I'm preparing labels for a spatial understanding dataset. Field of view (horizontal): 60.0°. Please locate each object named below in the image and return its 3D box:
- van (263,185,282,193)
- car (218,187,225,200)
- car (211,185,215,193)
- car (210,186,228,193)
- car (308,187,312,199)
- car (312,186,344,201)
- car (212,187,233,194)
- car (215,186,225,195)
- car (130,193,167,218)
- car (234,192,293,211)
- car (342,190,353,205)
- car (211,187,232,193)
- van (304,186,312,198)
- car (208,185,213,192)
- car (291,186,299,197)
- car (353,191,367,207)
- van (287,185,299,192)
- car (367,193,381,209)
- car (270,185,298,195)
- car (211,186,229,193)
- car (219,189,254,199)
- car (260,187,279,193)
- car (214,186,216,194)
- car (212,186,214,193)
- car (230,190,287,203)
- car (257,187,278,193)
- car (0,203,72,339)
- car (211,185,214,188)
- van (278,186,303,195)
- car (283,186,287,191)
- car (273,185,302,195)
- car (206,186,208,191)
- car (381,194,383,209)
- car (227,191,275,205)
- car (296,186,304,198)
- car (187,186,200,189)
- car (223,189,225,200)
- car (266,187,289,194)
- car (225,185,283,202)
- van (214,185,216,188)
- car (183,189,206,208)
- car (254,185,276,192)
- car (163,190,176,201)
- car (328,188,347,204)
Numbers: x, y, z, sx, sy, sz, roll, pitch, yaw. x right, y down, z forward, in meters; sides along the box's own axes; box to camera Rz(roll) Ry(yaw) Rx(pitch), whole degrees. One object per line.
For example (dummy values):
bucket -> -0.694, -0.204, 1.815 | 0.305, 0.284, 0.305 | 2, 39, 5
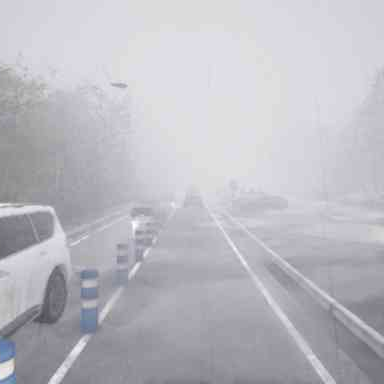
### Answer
van -> 20.419, -0.725, 84.480 | 4.442, 1.987, 1.878 | 0, 1, 0
car -> 6.720, 0.515, 45.742 | 5.366, 1.575, 1.946 | 0, 2, 0
car -> 7.080, -0.134, 70.707 | 4.792, 1.488, 2.163 | 0, 1, 0
car -> 7.236, -0.753, 90.130 | 4.553, 1.767, 2.185 | 0, 1, 0
car -> 19.979, 0.454, 48.372 | 4.792, 1.488, 2.163 | 0, 2, 0
car -> 20.013, 0.264, 45.594 | 5.566, 2.045, 2.435 | 0, 2, 0
car -> 7.184, -0.361, 79.032 | 4.892, 1.521, 2.231 | 0, 1, 0
car -> 6.767, 0.333, 51.413 | 5.366, 1.575, 1.946 | 0, 2, 0
car -> -3.354, 1.113, 25.098 | 2.033, 1.411, 5.357 | 0, 2, 0
car -> 6.763, 1.000, 31.869 | 4.792, 1.488, 2.163 | 0, 2, 0
car -> 19.914, 0.826, 37.299 | 4.674, 1.452, 2.002 | 0, 2, 0
car -> 7.194, -0.427, 81.807 | 4.892, 1.521, 2.231 | 0, 1, 0
van -> 20.148, 0.107, 51.255 | 4.442, 1.987, 1.878 | 0, 2, 0
car -> 6.969, -0.299, 76.258 | 5.366, 1.575, 1.946 | 0, 1, 0
car -> 20.104, 0.203, 56.672 | 4.792, 1.488, 2.163 | 0, 1, 0
car -> 19.865, 0.905, 34.530 | 4.792, 1.488, 2.163 | 0, 2, 0
van -> 19.989, -0.123, 59.417 | 4.442, 1.987, 1.878 | 0, 1, 0
car -> 19.904, 0.836, 31.881 | 4.553, 1.767, 2.185 | 0, 2, 0
car -> 20.182, -0.483, 73.278 | 5.566, 2.045, 2.435 | 0, 1, 0
car -> 7.214, -0.686, 87.355 | 4.553, 1.767, 2.185 | 0, 1, 0
car -> 7.159, 0.252, 54.061 | 5.366, 1.575, 1.946 | 0, 2, 0
car -> 20.321, -0.522, 87.131 | 4.674, 1.452, 2.002 | 0, 1, 0
car -> 7.071, 0.065, 62.380 | 4.792, 1.488, 2.163 | 0, 1, 0
car -> 7.058, -0.067, 67.932 | 4.792, 1.488, 2.163 | 0, 1, 0
car -> 6.821, 0.880, 34.643 | 5.008, 1.535, 2.097 | 0, 2, 0
car -> 20.341, -0.628, 89.900 | 5.008, 1.535, 2.097 | 0, 1, 0
car -> -3.356, 1.220, 4.178 | 2.150, 2.045, 5.566 | 0, 0, 0
car -> 7.103, -0.200, 73.482 | 4.792, 1.488, 2.163 | 0, 1, 0
van -> 20.049, -0.325, 67.741 | 4.442, 1.987, 1.878 | 0, 1, 0
car -> 20.125, 0.033, 62.207 | 5.008, 1.535, 2.097 | 0, 1, 0
car -> 20.160, -0.417, 70.508 | 5.566, 2.045, 2.435 | 0, 1, 0
car -> 7.285, -0.694, 92.909 | 5.008, 1.535, 2.097 | 0, 1, 0
car -> 19.845, 1.052, 29.115 | 5.008, 1.535, 2.097 | 0, 2, 0
car -> 7.046, 0.696, 40.190 | 5.366, 1.575, 1.946 | 0, 2, 0
car -> 20.083, 0.278, 54.033 | 4.792, 1.488, 2.163 | 0, 2, 0
car -> 0.128, 0.019, 53.090 | 2.150, 2.045, 5.566 | 0, 2, 0
car -> 6.889, 0.610, 42.967 | 4.892, 1.521, 2.231 | 0, 2, 0
car -> 20.250, -0.364, 78.823 | 5.008, 1.535, 2.097 | 0, 1, 0
car -> 6.866, 0.538, 37.409 | 5.566, 2.045, 2.435 | 0, 2, 0
van -> 7.181, -0.257, 65.149 | 4.442, 1.987, 1.878 | 0, 1, 0
car -> 0.094, 0.811, 33.941 | 2.128, 1.511, 4.902 | 0, 2, 0
car -> 20.341, -0.949, 92.788 | 5.566, 2.045, 2.435 | 0, 1, 0
car -> -3.242, 0.496, 46.589 | 1.837, 1.490, 4.892 | 0, 1, 0
car -> 19.754, 0.692, 40.068 | 5.366, 1.575, 1.946 | 0, 2, 0
